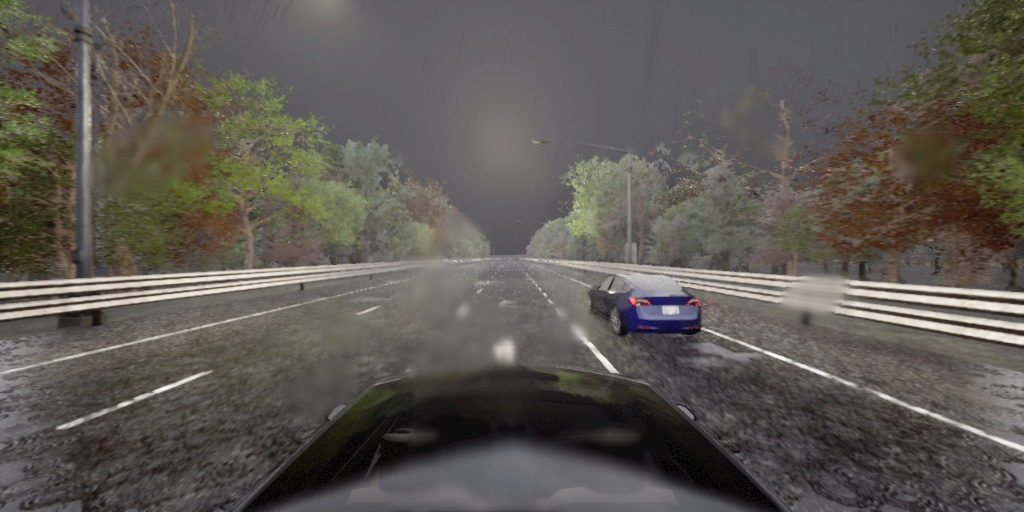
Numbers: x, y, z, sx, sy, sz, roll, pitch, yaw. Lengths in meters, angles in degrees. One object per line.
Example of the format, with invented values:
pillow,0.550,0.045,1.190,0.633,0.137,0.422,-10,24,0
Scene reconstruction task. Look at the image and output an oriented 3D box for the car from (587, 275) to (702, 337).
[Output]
car,3.527,1.251,10.350,2.163,1.488,4.792,0,0,0
